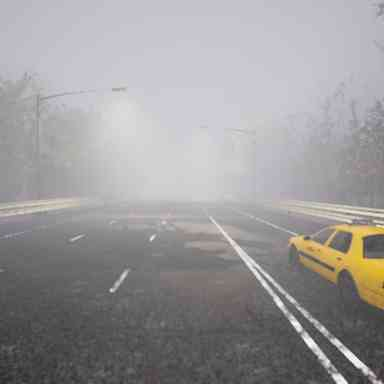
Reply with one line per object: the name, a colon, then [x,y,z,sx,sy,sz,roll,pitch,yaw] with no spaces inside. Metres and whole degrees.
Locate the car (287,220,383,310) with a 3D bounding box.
car: [3.773,1.397,7.685,1.801,1.575,5.366,0,1,-2]
